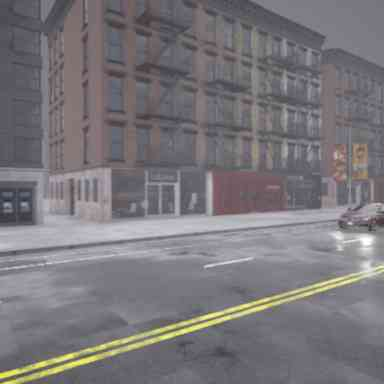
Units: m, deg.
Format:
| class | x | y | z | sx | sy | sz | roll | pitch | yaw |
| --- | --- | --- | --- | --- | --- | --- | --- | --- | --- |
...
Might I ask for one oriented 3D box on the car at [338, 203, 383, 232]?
| class | x | y | z | sx | sy | sz | roll | pitch | yaw |
| --- | --- | --- | --- | --- | --- | --- | --- | --- | --- |
| car | 10.276 | 1.383 | 19.001 | 4.674 | 1.442 | 1.812 | 0 | 0 | -35 |
